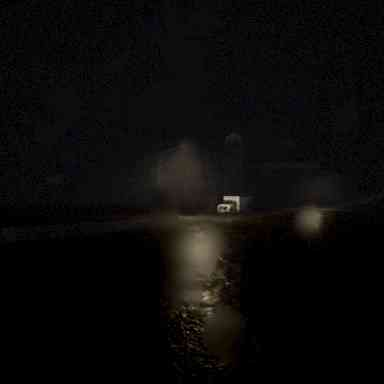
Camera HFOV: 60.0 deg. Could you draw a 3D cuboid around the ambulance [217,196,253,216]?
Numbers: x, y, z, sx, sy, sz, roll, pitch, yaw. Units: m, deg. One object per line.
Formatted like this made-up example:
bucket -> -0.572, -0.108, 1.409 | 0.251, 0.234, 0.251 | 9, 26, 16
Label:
ambulance -> 5.660, 1.792, 44.009 | 2.351, 2.431, 6.366 | 1, -1, 36
